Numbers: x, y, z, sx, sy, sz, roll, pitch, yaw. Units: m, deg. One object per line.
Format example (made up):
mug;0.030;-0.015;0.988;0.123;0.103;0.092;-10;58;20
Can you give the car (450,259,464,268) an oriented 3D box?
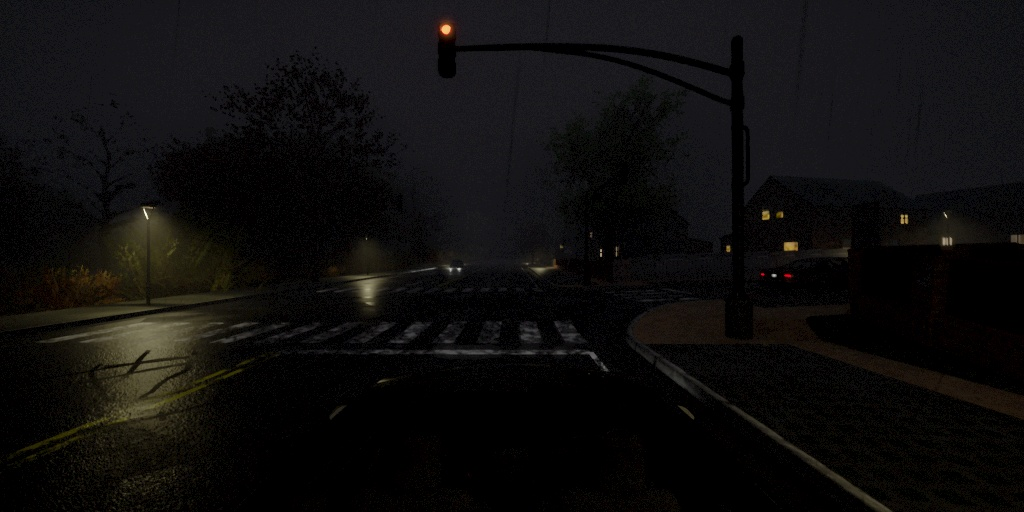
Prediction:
car;-9.697;1.310;63.260;1.837;1.490;4.892;0;0;0

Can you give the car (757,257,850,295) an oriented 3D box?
car;12.835;0.746;14.387;5.357;1.411;2.033;-2;-1;-6
